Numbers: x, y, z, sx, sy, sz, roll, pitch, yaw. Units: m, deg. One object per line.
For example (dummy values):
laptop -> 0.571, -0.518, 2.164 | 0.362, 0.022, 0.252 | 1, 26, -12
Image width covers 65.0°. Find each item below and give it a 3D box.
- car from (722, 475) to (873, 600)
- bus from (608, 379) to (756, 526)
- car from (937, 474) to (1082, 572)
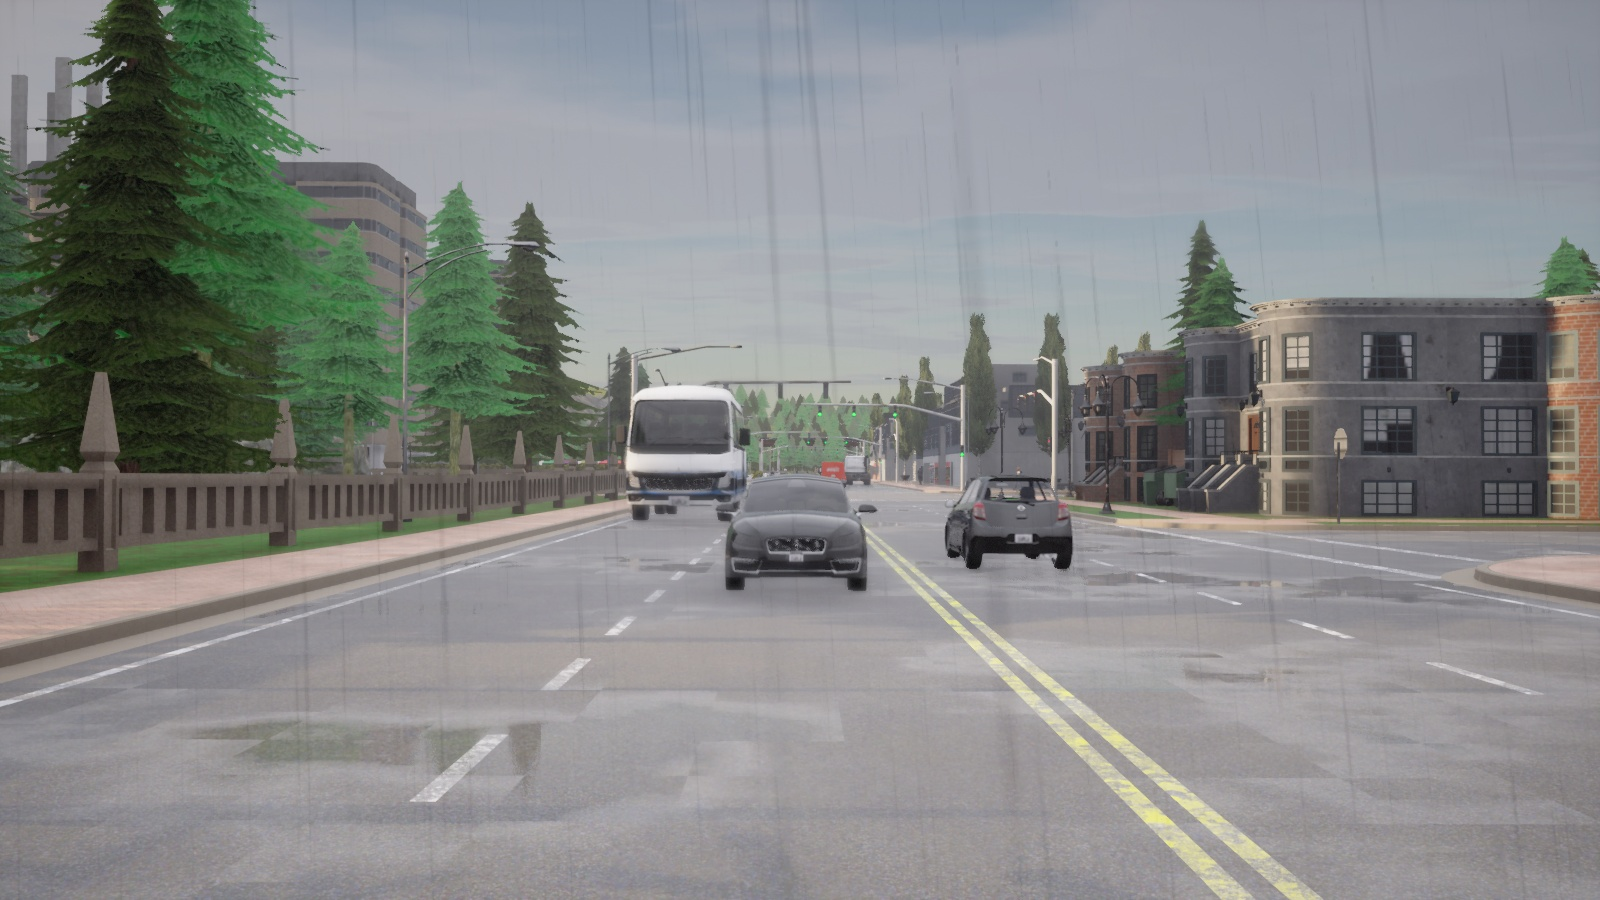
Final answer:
car -> -0.042, 1.118, 17.781 | 1.837, 1.490, 4.892 | 0, -1, 0
bus -> -3.603, 0.150, 41.637 | 3.944, 4.253, 10.273 | 0, -1, 0
car -> 3.450, 1.172, 21.302 | 1.845, 1.501, 3.633 | 0, -1, 0
